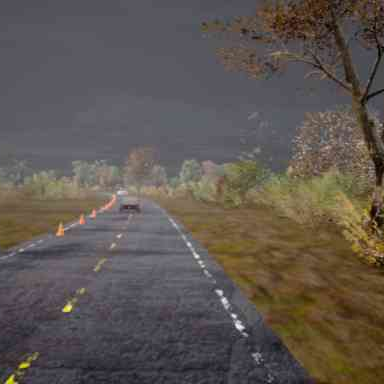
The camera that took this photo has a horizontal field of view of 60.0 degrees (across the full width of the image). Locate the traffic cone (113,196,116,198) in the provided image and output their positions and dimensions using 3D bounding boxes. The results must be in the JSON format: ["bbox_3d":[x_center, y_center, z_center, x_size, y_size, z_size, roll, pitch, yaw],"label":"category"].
[{"bbox_3d":[-11.695,1.316,49.791,0.340,0.580,0.340,1,0,-11],"label":"traffic cone"}]

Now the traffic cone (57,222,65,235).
[{"bbox_3d":[-6.087,1.696,15.447,0.340,0.580,0.340,1,0,-7],"label":"traffic cone"}]

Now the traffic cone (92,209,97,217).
[{"bbox_3d":[-7.440,1.592,25.299,0.340,0.580,0.340,1,0,-8],"label":"traffic cone"}]

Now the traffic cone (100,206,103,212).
[{"bbox_3d":[-8.192,1.539,30.214,0.340,0.580,0.340,1,0,-9],"label":"traffic cone"}]

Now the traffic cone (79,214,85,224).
[{"bbox_3d":[-6.739,1.644,20.376,0.340,0.580,0.340,1,0,-8],"label":"traffic cone"}]

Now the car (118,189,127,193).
[{"bbox_3d":[-18.254,0.170,87.523,2.150,2.045,5.566,1,1,-17],"label":"car"}]

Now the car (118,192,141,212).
[{"bbox_3d":[-6.019,1.095,32.383,1.882,1.535,5.008,1,0,-9],"label":"car"}]
